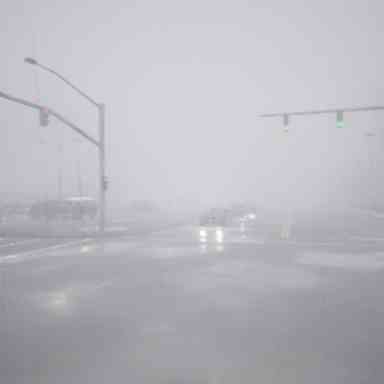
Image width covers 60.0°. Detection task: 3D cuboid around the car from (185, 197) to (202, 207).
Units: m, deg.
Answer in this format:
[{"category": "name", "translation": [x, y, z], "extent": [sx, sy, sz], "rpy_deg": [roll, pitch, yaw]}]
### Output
[{"category": "car", "translation": [0.671, 2.065, 69.265], "extent": [1.932, 1.855, 4.605], "rpy_deg": [-1, -1, 17]}]

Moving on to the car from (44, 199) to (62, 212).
[{"category": "car", "translation": [-26.037, 2.121, 59.307], "extent": [1.932, 1.855, 4.605], "rpy_deg": [-1, -1, 17]}]

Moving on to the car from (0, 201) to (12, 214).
[{"category": "car", "translation": [-22.678, 2.094, 42.517], "extent": [1.784, 1.438, 3.905], "rpy_deg": [-1, -1, 17]}]

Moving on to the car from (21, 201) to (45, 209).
[{"category": "car", "translation": [-28.779, 2.363, 60.233], "extent": [1.784, 1.438, 3.905], "rpy_deg": [-1, -1, 17]}]

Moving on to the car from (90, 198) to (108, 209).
[{"category": "car", "translation": [-20.806, 2.302, 76.027], "extent": [1.905, 1.878, 3.866], "rpy_deg": [-1, -1, 17]}]

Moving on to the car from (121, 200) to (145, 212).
[{"category": "car", "translation": [-9.888, 2.189, 54.328], "extent": [1.970, 1.475, 3.806], "rpy_deg": [-1, -1, 17]}]

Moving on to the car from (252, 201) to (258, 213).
[{"category": "car", "translation": [7.979, 2.051, 45.696], "extent": [2.128, 1.511, 4.902], "rpy_deg": [-1, -1, 17]}]

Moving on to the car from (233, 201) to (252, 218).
[{"category": "car", "translation": [4.948, 1.962, 35.946], "extent": [1.837, 1.490, 4.892], "rpy_deg": [-1, -1, 17]}]

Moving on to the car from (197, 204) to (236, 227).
[{"category": "car", "translation": [1.948, 1.917, 26.282], "extent": [1.994, 1.385, 4.181], "rpy_deg": [-1, -1, 17]}]

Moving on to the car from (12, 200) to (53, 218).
[{"category": "car", "translation": [-19.916, 2.096, 41.649], "extent": [1.970, 1.475, 3.806], "rpy_deg": [-1, -1, 17]}]

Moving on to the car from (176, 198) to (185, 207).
[{"category": "car", "translation": [-2.073, 2.098, 70.184], "extent": [1.905, 1.878, 3.866], "rpy_deg": [-1, -1, 17]}]
